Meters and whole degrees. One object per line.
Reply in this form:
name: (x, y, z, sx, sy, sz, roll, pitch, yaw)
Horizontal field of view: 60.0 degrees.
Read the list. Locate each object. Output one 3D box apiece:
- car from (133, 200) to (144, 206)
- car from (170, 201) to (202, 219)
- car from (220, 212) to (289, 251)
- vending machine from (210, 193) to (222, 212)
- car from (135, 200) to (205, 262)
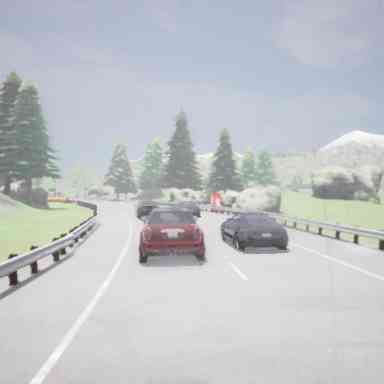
car: (-3.992, 1.479, 29.344, 1.837, 1.490, 4.892, 0, 0, -14)
car: (-0.597, 1.529, 30.142, 1.994, 1.385, 4.181, 0, 0, -14)
car: (2.491, 1.541, 14.156, 1.994, 1.385, 4.181, 0, 0, -7)
vending machine: (2.646, 1.145, 36.606, 1.100, 2.100, 0.880, 0, 0, -17)
car: (-0.818, 1.338, 12.311, 2.097, 1.767, 4.553, 0, 0, -6)
